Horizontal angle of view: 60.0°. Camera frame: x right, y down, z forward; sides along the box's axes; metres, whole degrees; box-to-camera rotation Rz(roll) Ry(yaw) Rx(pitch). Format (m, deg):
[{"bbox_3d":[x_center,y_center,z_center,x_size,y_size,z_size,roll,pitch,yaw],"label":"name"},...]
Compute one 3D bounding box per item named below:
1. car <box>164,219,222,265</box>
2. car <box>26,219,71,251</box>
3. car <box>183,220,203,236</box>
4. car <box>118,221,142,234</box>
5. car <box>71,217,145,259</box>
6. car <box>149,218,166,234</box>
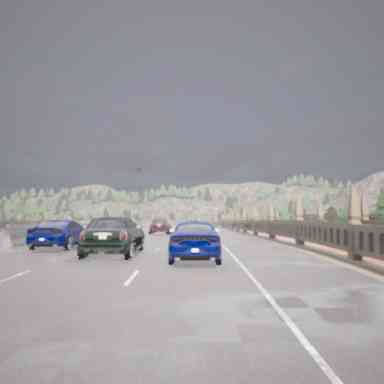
[{"bbox_3d":[0.105,1.915,13.393,1.882,1.535,5.008,0,-3,0],"label":"car"},{"bbox_3d":[-6.894,2.218,17.733,1.882,1.535,5.008,0,-4,0],"label":"car"},{"bbox_3d":[0.112,3.573,33.394,1.837,1.490,4.892,0,-5,0],"label":"car"},{"bbox_3d":[-6.889,3.970,37.355,1.994,1.385,4.181,0,-5,0],"label":"car"},{"bbox_3d":[-3.396,1.876,14.766,2.097,1.767,4.553,0,-4,0],"label":"car"},{"bbox_3d":[-3.388,3.679,36.432,2.097,1.767,4.553,0,-5,0],"label":"car"}]
